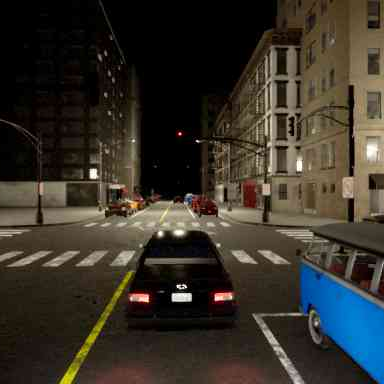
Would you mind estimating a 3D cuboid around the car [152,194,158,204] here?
[{"bbox_3d":[-8.020,1.545,62.629,2.008,1.369,4.403,0,0,-2],"label":"car"}]

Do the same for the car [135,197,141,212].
[{"bbox_3d":[-6.856,1.526,35.435,1.752,1.417,4.829,0,0,-2],"label":"car"}]

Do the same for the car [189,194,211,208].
[{"bbox_3d":[1.155,1.315,35.949,2.192,1.841,5.009,0,0,-2],"label":"car"}]

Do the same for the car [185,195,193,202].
[{"bbox_3d":[-0.704,1.514,79.355,1.752,1.417,4.829,0,0,-2],"label":"car"}]

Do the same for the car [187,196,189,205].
[{"bbox_3d":[0.692,1.544,46.758,1.887,1.381,4.507,0,0,-2],"label":"car"}]

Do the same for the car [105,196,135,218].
[{"bbox_3d":[-6.631,1.440,30.201,1.967,1.590,4.097,0,0,-2],"label":"car"}]

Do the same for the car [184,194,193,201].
[{"bbox_3d":[-0.928,1.427,84.589,1.967,1.590,4.097,0,0,-2],"label":"car"}]

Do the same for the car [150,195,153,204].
[{"bbox_3d":[-7.557,1.564,51.819,1.947,1.339,4.313,0,0,-2],"label":"car"}]

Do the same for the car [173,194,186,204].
[{"bbox_3d":[-2.480,1.521,61.340,1.812,1.442,4.674,0,0,-3],"label":"car"}]

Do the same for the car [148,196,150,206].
[{"bbox_3d":[-7.319,1.525,46.245,1.752,1.417,4.829,0,0,-2],"label":"car"}]

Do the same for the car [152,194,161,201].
[{"bbox_3d":[-8.946,1.427,84.246,1.967,1.590,4.097,0,0,-2],"label":"car"}]

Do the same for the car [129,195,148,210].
[{"bbox_3d":[-7.094,1.315,41.010,2.192,1.841,5.009,0,0,-2],"label":"car"}]

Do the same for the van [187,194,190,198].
[{"bbox_3d":[0.461,1.339,52.163,1.690,1.788,3.998,0,0,-2],"label":"van"}]

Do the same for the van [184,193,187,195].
[{"bbox_3d":[-0.465,1.331,73.780,1.690,1.788,3.998,0,0,-2],"label":"van"}]

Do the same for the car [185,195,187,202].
[{"bbox_3d":[0.229,1.562,57.567,1.947,1.339,4.313,0,0,-2],"label":"car"}]

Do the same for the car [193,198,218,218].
[{"bbox_3d":[1.386,1.545,30.544,1.887,1.381,4.507,0,0,-2],"label":"car"}]

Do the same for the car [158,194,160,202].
[{"bbox_3d":[-8.252,1.558,68.033,1.947,1.339,4.313,0,0,-2],"label":"car"}]

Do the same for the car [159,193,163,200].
[{"bbox_3d":[-8.715,1.304,78.842,2.192,1.841,5.009,0,0,-2],"label":"car"}]

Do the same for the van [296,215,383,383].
[{"bbox_3d":[2.537,1.341,3.689,1.690,1.788,3.998,0,0,-2],"label":"van"}]

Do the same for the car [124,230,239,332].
[{"bbox_3d":[-0.256,1.547,7.245,2.033,1.411,5.357,0,0,-2],"label":"car"}]
